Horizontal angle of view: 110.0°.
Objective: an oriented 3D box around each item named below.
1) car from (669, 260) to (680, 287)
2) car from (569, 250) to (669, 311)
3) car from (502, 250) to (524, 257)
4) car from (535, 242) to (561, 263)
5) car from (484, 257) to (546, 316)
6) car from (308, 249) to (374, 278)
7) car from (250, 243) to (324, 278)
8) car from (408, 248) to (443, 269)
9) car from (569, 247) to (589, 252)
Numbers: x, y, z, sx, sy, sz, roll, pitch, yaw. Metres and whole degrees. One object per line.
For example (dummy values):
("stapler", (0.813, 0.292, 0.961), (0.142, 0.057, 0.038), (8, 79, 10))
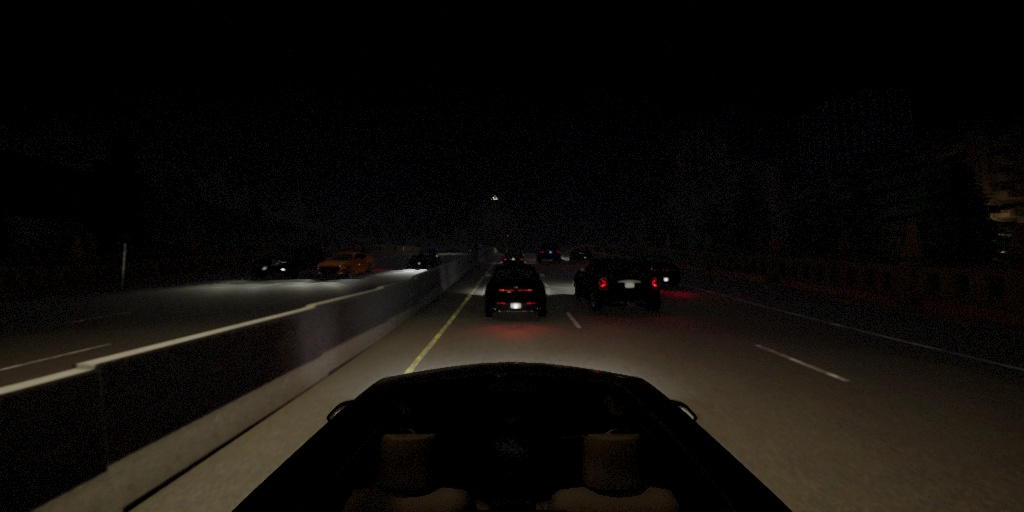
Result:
("car", (7.107, 0.704, 18.949), (1.837, 1.490, 4.892), (0, 3, 0))
("car", (3.604, 0.825, 13.089), (2.097, 1.767, 4.553), (0, 3, 0))
("car", (0.112, 0.179, 31.011), (2.033, 1.411, 5.357), (0, 3, 0))
("car", (3.614, -0.394, 36.250), (2.150, 2.045, 5.566), (0, 3, 0))
("car", (0.105, 1.015, 12.300), (1.837, 1.490, 4.892), (0, 3, 0))
("car", (-10.590, 0.482, 23.100), (1.882, 1.535, 5.008), (0, 3, 0))
("car", (-14.090, 0.223, 23.152), (2.150, 2.045, 5.566), (0, 3, 0))
("car", (-7.086, 0.274, 29.349), (1.994, 1.385, 4.181), (0, 3, 0))
("car", (7.115, -0.172, 37.266), (2.128, 1.511, 4.902), (0, 3, 0))
